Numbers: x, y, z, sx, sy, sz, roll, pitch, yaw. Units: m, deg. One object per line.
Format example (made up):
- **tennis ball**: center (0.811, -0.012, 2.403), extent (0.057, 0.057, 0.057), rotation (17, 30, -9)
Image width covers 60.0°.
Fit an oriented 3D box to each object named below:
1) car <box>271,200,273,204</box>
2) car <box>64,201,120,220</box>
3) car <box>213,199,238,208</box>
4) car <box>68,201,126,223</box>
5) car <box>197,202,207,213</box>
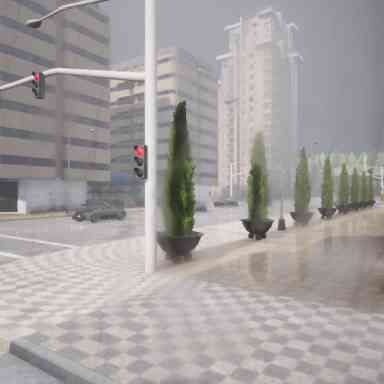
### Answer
- **car**: center (10.813, 1.273, 52.174), extent (2.150, 2.045, 5.566), rotation (0, 0, 35)
- **car**: center (-8.854, 1.581, 29.892), extent (1.812, 1.442, 4.674), rotation (0, 0, 34)
- **car**: center (5.064, 1.656, 50.072), extent (1.895, 1.301, 4.718), rotation (0, 0, 35)
- **car**: center (-7.206, 1.619, 26.147), extent (1.994, 1.385, 4.181), rotation (0, 0, 35)
- **car**: center (-0.071, 1.619, 36.515), extent (1.994, 1.385, 4.181), rotation (0, 0, 35)
